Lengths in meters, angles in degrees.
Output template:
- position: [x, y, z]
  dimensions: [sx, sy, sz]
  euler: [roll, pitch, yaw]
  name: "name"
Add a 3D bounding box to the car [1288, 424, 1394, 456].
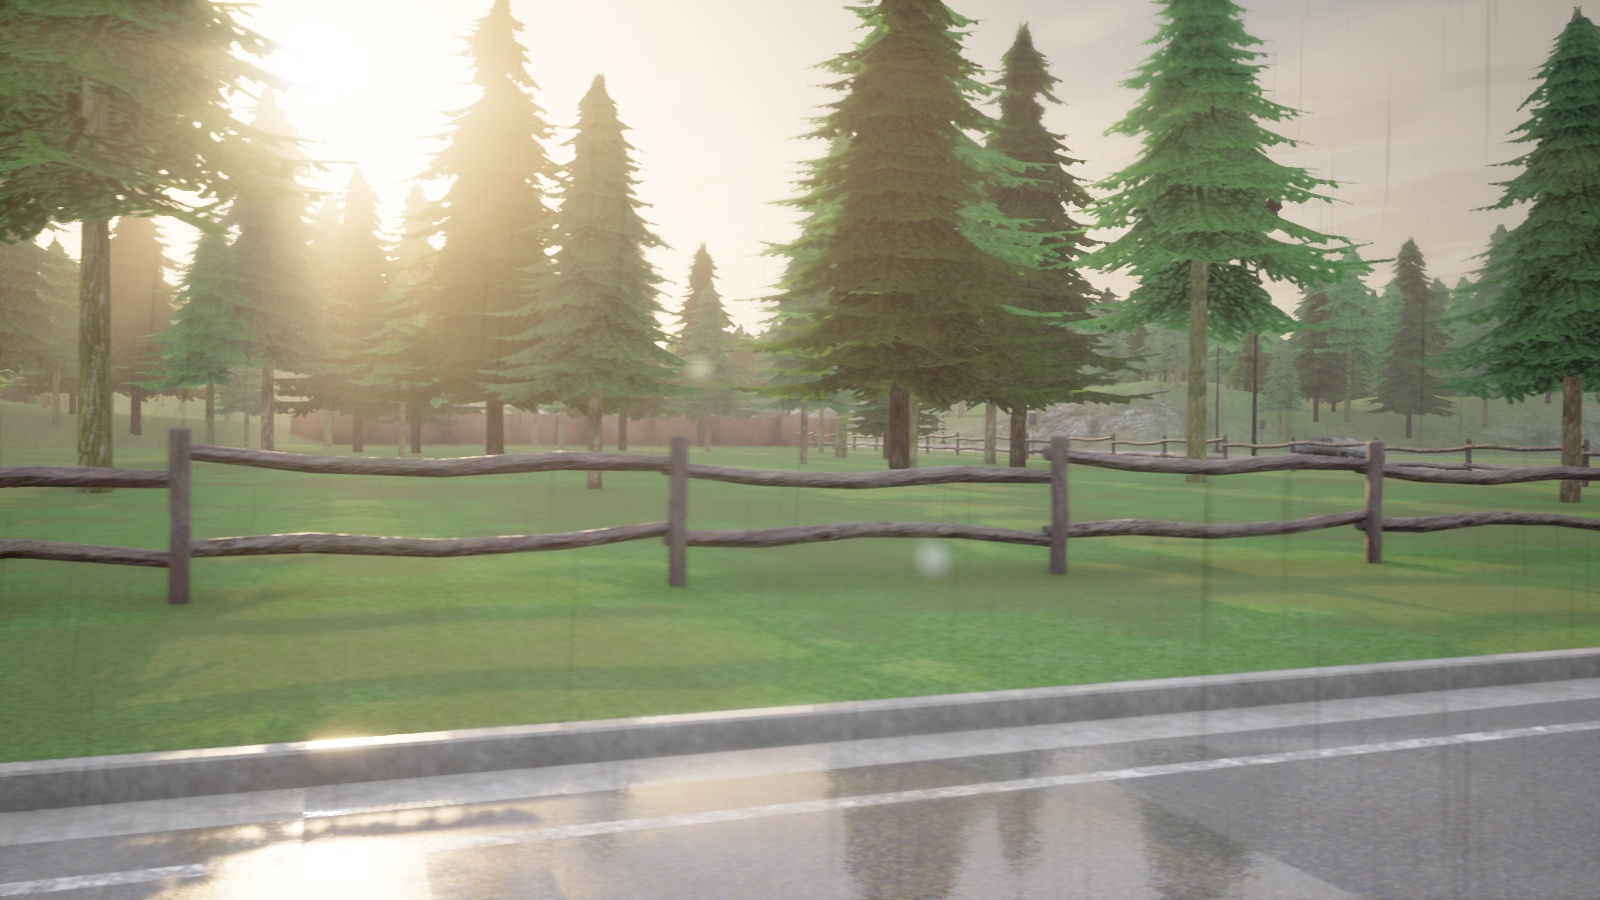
- position: [26.822, -0.504, 62.460]
  dimensions: [2.163, 1.488, 4.792]
  euler: [-1, 1, -20]
  name: "car"
